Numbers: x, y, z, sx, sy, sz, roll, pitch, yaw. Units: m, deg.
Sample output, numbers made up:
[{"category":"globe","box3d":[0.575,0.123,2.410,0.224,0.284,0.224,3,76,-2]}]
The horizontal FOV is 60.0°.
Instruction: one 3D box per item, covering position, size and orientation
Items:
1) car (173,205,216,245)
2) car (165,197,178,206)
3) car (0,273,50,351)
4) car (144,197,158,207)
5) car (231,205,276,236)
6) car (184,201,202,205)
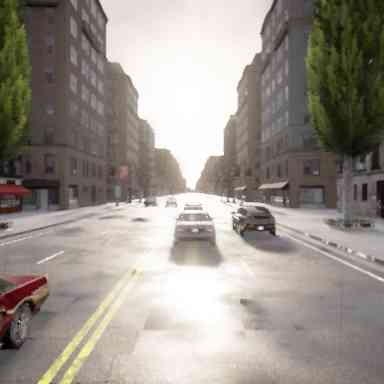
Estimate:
[{"category":"car","box3d":[0.104,1.552,15.503,2.033,1.411,5.357,0,0,0]},{"category":"car","box3d":[-3.249,1.537,53.574,1.812,1.442,4.674,0,0,1]},{"category":"car","box3d":[-3.349,1.602,3.445,1.895,1.301,4.718,0,0,0]},{"category":"car","box3d":[-6.504,1.489,53.218,1.882,1.535,5.008,0,0,1]},{"category":"car","box3d":[3.359,1.511,18.656,1.837,1.490,4.892,0,0,0]},{"category":"car","box3d":[0.118,1.611,34.037,1.895,1.301,4.718,0,0,0]}]
